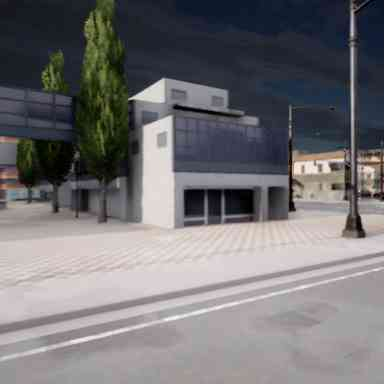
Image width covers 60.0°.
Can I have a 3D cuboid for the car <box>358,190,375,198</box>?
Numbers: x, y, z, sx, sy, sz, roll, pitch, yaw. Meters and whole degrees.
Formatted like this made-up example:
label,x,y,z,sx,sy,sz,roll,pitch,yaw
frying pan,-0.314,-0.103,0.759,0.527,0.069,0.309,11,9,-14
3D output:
label,x,y,z,sx,sy,sz,roll,pitch,yaw
car,43.623,0.551,84.289,2.150,2.045,5.566,0,0,12
